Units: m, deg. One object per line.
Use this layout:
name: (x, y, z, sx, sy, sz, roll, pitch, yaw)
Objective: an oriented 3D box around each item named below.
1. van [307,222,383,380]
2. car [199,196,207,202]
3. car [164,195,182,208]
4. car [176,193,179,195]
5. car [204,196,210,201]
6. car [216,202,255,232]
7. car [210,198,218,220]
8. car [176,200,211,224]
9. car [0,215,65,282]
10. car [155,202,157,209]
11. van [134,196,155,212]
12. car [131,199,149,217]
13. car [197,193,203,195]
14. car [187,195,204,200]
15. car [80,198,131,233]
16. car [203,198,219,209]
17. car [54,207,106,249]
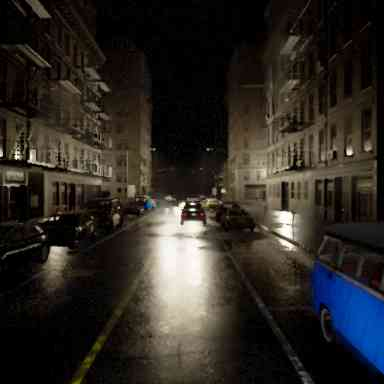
van: (2.679, 1.341, 3.715, 1.690, 1.788, 3.998, 0, 0, 0)
car: (2.609, 1.571, 79.522, 1.802, 1.307, 4.206, 0, 0, 0)
car: (-2.801, 1.558, 46.713, 1.994, 1.385, 4.181, 0, 0, 0)
car: (-5.420, 1.551, 90.880, 1.947, 1.339, 4.313, 0, 0, 0)
car: (2.630, 1.519, 41.728, 1.752, 1.417, 4.829, 0, 0, 0)
car: (2.658, 1.522, 20.103, 1.752, 1.417, 4.829, 0, 0, 0)
car: (2.651, 1.436, 25.339, 1.967, 1.590, 4.097, 0, 0, 0)
car: (0.093, 1.543, 24.737, 2.033, 1.411, 5.357, 0, 0, 0)
car: (-5.401, 1.549, 9.117, 2.008, 1.369, 4.403, 0, 0, 0)
car: (-5.404, 1.544, 41.554, 2.008, 1.369, 4.403, 0, 0, 0)
van: (-5.404, 1.335, 36.148, 1.690, 1.788, 3.998, 0, 0, 0)
car: (-5.403, 1.577, 30.742, 1.802, 1.307, 4.206, 0, 0, 0)
car: (2.611, 1.541, 73.840, 2.008, 1.369, 4.403, 0, 0, 0)
car: (0.086, 1.486, 41.180, 2.128, 1.511, 4.902, 0, 0, 0)
car: (-5.402, 1.312, 19.929, 2.192, 1.841, 5.009, 0, 0, 0)
car: (2.623, 1.544, 46.964, 2.008, 1.369, 4.403, 0, 0, 0)
car: (-5.401, 1.563, 14.523, 1.947, 1.339, 4.313, 0, 0, 0)
